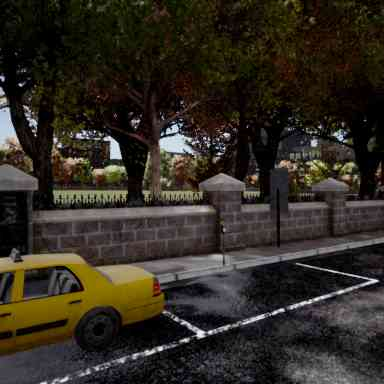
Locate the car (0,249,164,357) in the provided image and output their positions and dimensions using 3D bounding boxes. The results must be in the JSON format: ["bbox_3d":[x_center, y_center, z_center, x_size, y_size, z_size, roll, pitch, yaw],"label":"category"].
[{"bbox_3d":[-2.735,1.525,4.609,4.829,1.417,1.752,0,0,-35],"label":"car"}]
